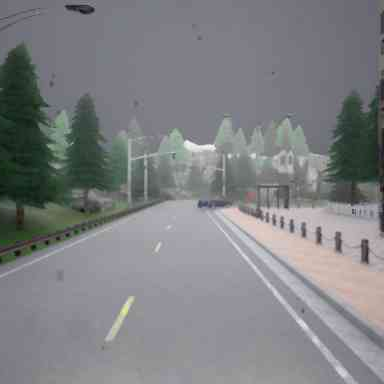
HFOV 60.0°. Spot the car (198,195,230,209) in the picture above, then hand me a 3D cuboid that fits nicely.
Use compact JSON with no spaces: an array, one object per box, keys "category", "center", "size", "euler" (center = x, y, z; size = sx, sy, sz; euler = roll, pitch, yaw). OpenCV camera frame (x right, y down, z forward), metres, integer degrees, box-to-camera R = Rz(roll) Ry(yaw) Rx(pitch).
[{"category":"car","center":[2.884,1.212,42.166],"size":[2.097,1.767,4.553],"euler":[1,1,43]}]
